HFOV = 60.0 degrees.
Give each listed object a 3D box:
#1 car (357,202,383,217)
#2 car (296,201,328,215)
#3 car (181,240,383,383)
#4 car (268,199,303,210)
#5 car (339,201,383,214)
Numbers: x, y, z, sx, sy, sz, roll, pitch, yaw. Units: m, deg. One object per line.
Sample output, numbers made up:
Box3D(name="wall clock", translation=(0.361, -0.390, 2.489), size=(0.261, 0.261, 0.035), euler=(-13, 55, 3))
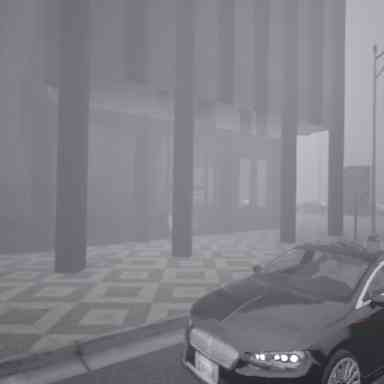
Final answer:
Box3D(name="car", translation=(15.837, 1.567, 28.826), size=(1.752, 1.417, 4.829), euler=(2, -1, -36))
Box3D(name="car", translation=(12.640, 1.574, 33.265), size=(1.887, 1.381, 4.507), euler=(2, -1, -36))
Box3D(name="car", translation=(2.138, 1.512, 4.786), size=(4.902, 1.511, 2.128), euler=(0, 0, -36))
Box3D(name="car", translation=(13.206, 1.720, 47.066), size=(1.887, 1.381, 4.507), euler=(1, -1, -36))
Box3D(name="car", translation=(19.515, 1.747, 38.303), size=(2.008, 1.369, 4.403), euler=(2, -1, -36))
